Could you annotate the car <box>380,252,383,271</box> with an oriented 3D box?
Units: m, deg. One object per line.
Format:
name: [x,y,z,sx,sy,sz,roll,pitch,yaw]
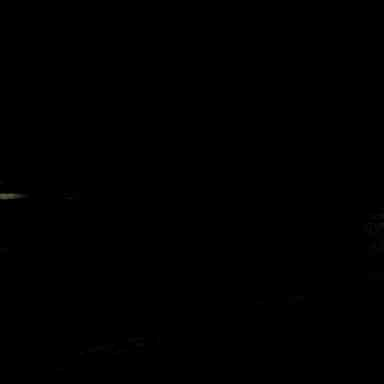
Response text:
car: [6.701,1.568,8.219,4.718,1.301,1.895,0,0,-35]
